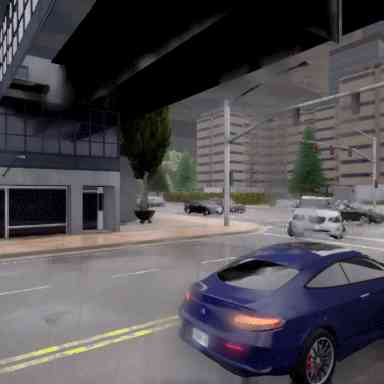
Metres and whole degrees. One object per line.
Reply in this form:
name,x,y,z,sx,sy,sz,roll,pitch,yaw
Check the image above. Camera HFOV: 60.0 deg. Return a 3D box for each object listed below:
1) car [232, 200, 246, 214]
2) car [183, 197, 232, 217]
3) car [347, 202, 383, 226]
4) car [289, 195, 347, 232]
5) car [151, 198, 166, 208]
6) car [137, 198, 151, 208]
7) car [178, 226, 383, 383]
car,3.423,1.351,34.425,2.097,1.767,4.553,0,0,-36
car,1.081,1.493,31.689,2.128,1.511,4.902,0,0,-36
car,11.276,1.507,23.667,1.837,1.490,4.892,0,-1,-36
car,6.603,1.220,17.455,2.150,2.045,5.566,2,1,22
car,-5.422,1.564,46.683,1.994,1.385,4.181,0,0,-36
car,-7.811,1.507,44.013,1.837,1.490,4.892,0,-1,-36
car,1.980,1.526,5.210,4.674,1.442,1.812,0,0,-35
